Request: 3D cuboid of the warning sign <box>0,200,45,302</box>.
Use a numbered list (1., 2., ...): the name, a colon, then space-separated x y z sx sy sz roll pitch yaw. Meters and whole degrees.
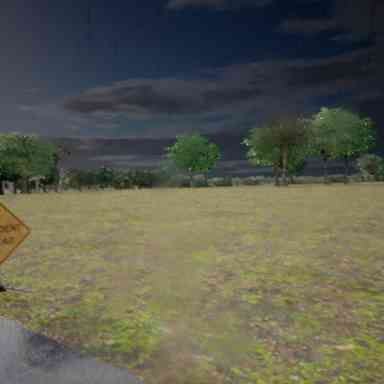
1. warning sign: -3.862 1.117 6.683 1.060 1.860 1.300 0 0 35
